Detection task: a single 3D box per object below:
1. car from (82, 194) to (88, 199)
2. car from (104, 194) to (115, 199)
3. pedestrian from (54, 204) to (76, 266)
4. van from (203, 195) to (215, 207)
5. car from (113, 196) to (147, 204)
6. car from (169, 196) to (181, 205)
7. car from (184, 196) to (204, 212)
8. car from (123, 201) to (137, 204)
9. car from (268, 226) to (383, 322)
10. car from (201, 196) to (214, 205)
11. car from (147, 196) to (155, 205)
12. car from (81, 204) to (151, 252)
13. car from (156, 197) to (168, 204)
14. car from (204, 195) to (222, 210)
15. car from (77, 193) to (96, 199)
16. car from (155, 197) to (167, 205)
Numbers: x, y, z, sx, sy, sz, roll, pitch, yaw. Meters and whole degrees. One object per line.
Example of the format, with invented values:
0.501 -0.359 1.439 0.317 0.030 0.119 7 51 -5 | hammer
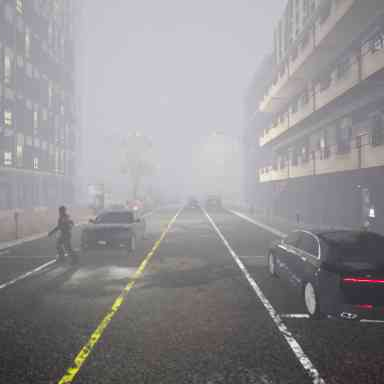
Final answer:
-27.372 0.864 78.578 5.009 1.841 2.192 1 -1 -1 | car
-22.035 1.154 87.104 4.829 1.417 1.752 1 -1 -1 | car
-3.867 1.294 10.127 0.375 1.860 0.375 0 0 -1 | pedestrian
2.686 1.350 53.200 1.690 1.788 3.998 0 0 0 | van
-5.694 1.442 30.994 1.967 1.590 4.097 0 0 0 | car
-3.055 1.505 59.942 2.128 1.511 4.902 0 0 0 | car
0.095 1.529 38.306 1.812 1.442 4.674 0 0 -1 | car
-5.693 1.583 25.443 1.802 1.307 4.206 0 0 0 | car
3.000 1.505 7.303 1.837 1.490 4.892 0 0 0 | car
2.685 1.452 58.750 1.967 1.590 4.097 0 0 0 | car
-5.694 1.318 36.545 2.192 1.841 5.009 0 0 0 | car
-3.099 1.478 14.003 1.882 1.535 5.008 0 0 0 | car
-5.695 1.580 63.995 1.947 1.339 4.313 0 0 0 | car
2.686 1.320 42.097 2.192 1.841 5.009 0 0 0 | car
-27.480 1.093 86.954 4.313 1.339 1.947 1 -1 -1 | car
-5.694 1.578 58.749 1.947 1.339 4.313 0 0 0 | car
